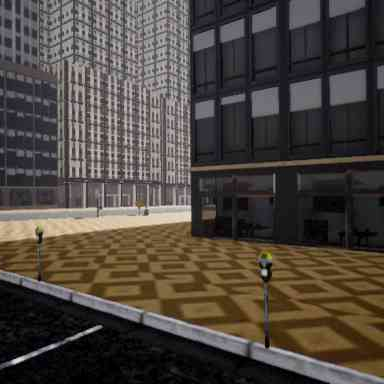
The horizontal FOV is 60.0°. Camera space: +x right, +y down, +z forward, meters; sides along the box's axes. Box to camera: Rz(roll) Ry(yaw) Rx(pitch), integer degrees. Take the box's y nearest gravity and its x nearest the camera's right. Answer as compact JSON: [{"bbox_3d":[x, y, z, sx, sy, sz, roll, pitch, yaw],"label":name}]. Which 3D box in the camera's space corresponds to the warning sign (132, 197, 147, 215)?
[{"bbox_3d":[-5.715,1.496,36.317,1.300,1.860,1.060,0,0,36],"label":"warning sign"}]
